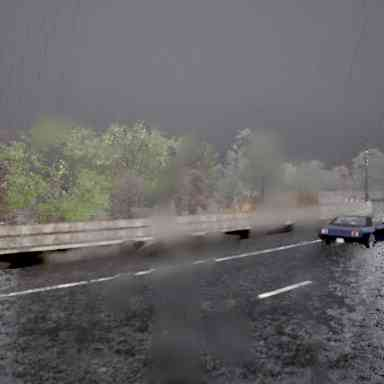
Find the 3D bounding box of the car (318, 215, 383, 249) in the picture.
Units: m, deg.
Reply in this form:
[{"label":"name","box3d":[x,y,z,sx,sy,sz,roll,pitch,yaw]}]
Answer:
[{"label":"car","box3d":[7.597,1.678,14.976,4.718,1.301,1.895,0,0,-44]}]

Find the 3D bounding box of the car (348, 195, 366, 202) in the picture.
[{"label":"car","box3d":[40.023,1.625,81.332,2.097,1.767,4.553,0,0,4]}]

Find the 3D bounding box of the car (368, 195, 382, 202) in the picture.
[{"label":"car","box3d":[43.506,1.623,80.990,2.097,1.767,4.553,0,0,4]}]

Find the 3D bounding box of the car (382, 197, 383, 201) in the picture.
[{"label":"car","box3d":[46.992,1.790,80.676,1.812,1.442,4.674,0,0,4]}]
